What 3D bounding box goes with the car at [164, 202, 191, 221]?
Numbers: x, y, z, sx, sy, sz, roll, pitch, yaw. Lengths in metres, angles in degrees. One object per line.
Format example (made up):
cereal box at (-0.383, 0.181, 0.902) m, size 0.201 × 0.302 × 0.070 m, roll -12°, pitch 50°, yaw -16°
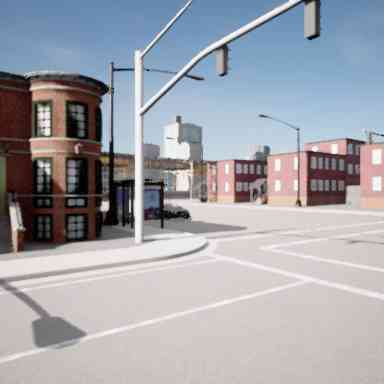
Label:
car at (-1.906, 1.547, 27.406) m, size 1.994 × 1.385 × 4.181 m, roll 0°, pitch 0°, yaw -35°
